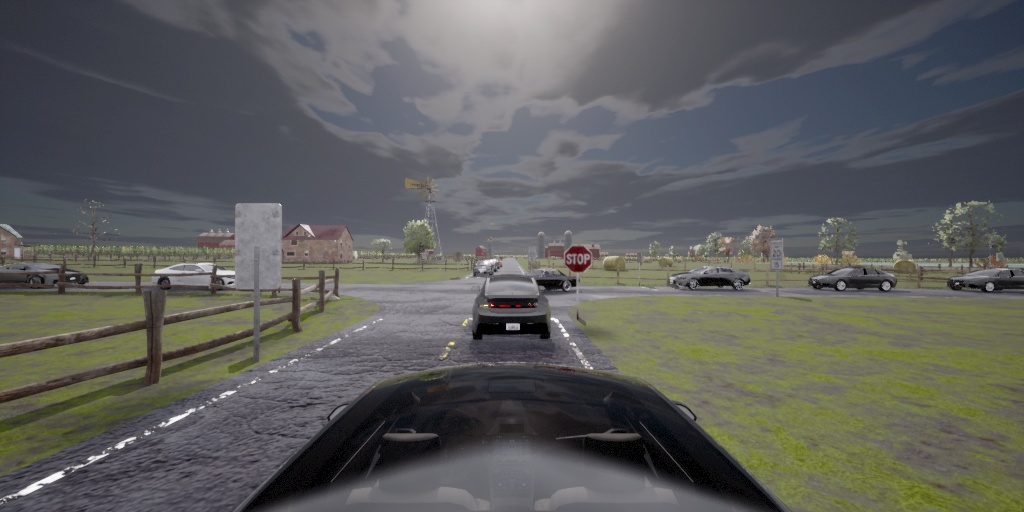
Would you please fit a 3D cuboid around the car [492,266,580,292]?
[{"bbox_3d":[1.494,1.369,20.077,4.718,1.301,1.895,1,0,-35],"label":"car"}]

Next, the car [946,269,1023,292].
[{"bbox_3d":[31.696,1.587,23.606,4.892,1.490,1.837,1,-1,-1],"label":"car"}]

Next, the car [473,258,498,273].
[{"bbox_3d":[-2.870,1.243,36.717,2.128,1.511,4.902,0,0,0],"label":"car"}]

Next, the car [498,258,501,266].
[{"bbox_3d":[-2.865,1.241,46.162,2.128,1.511,4.902,0,0,0],"label":"car"}]

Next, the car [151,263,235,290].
[{"bbox_3d":[-17.249,1.104,19.982,4.674,1.442,1.812,1,-1,-1],"label":"car"}]

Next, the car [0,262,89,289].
[{"bbox_3d":[-26.369,1.048,19.858,4.181,1.385,1.994,1,-1,-1],"label":"car"}]

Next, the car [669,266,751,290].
[{"bbox_3d":[12.792,1.396,23.309,4.902,1.511,2.128,1,-1,-2],"label":"car"}]

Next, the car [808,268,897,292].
[{"bbox_3d":[22.194,1.499,23.483,4.892,1.490,1.837,1,-1,-1],"label":"car"}]

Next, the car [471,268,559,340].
[{"bbox_3d":[-0.076,1.256,10.031,1.837,1.490,4.892,0,0,-2],"label":"car"}]
